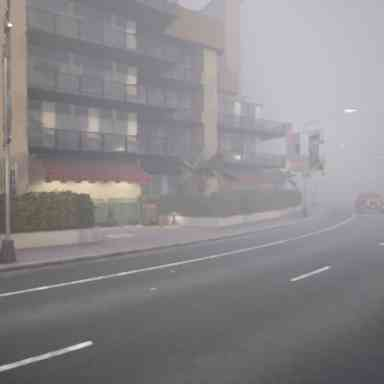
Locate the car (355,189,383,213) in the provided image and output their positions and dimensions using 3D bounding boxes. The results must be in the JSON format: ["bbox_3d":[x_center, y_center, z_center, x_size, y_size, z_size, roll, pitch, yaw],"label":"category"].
[{"bbox_3d":[17.993,0.997,33.791,2.150,2.045,5.566,0,0,21],"label":"car"}]
